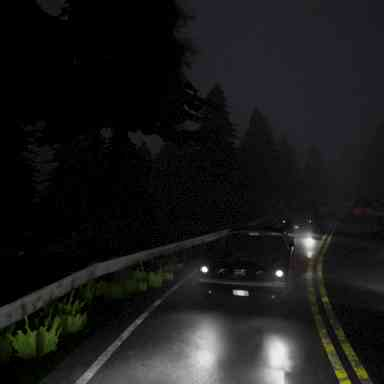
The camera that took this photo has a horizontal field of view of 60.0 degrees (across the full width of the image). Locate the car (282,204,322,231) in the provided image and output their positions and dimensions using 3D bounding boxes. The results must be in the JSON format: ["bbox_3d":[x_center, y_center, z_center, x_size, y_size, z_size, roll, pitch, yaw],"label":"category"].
[{"bbox_3d":[6.700,1.461,20.059,2.033,1.411,5.357,-2,0,26],"label":"car"}]

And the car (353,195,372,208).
[{"bbox_3d":[20.685,1.060,40.218,2.128,1.511,4.902,-2,0,28],"label":"car"}]

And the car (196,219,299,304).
[{"bbox_3d":[1.602,1.599,8.425,1.895,1.301,4.718,-1,0,18],"label":"car"}]
